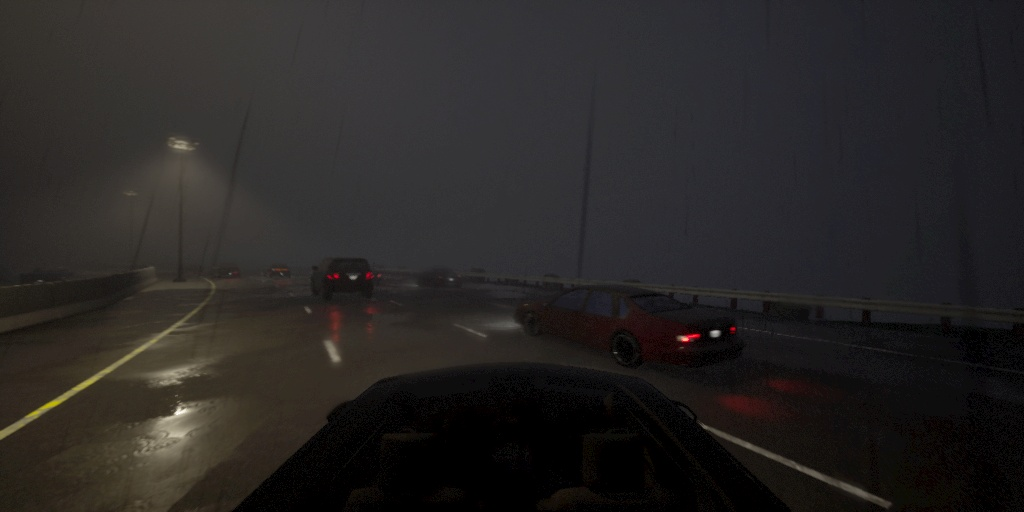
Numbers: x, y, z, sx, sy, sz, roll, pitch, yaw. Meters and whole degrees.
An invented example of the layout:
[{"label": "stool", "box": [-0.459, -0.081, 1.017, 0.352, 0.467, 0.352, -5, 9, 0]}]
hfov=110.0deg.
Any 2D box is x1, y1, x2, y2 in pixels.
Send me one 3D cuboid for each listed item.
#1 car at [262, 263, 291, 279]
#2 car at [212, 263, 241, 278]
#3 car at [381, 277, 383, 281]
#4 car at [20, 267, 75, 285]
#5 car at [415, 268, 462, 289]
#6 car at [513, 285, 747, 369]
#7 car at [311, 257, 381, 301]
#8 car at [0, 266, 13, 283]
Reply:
[{"label": "car", "box": [-24.018, 1.490, 36.513, 1.837, 1.490, 4.892, 2, -1, -44]}, {"label": "car", "box": [-29.054, 1.467, 36.583, 1.837, 1.490, 4.892, 1, -1, -45]}, {"label": "car", "box": [-11.882, 1.506, 28.151, 2.033, 1.411, 5.357, 1, -1, -40]}, {"label": "car", "box": [-33.665, 1.435, 26.061, 1.895, 1.301, 4.718, 1, -1, -43]}, {"label": "car", "box": [-5.189, 1.524, 25.127, 1.994, 1.385, 4.181, 1, -1, -37]}, {"label": "car", "box": [2.120, 1.372, 8.172, 2.033, 1.411, 5.357, 1, -1, -31]}, {"label": "car", "box": [-8.958, 1.101, 18.761, 2.150, 2.045, 5.566, 1, -1, -37]}, {"label": "car", "box": [-38.770, 1.360, 26.347, 2.033, 1.411, 5.357, 1, -1, -44]}]
